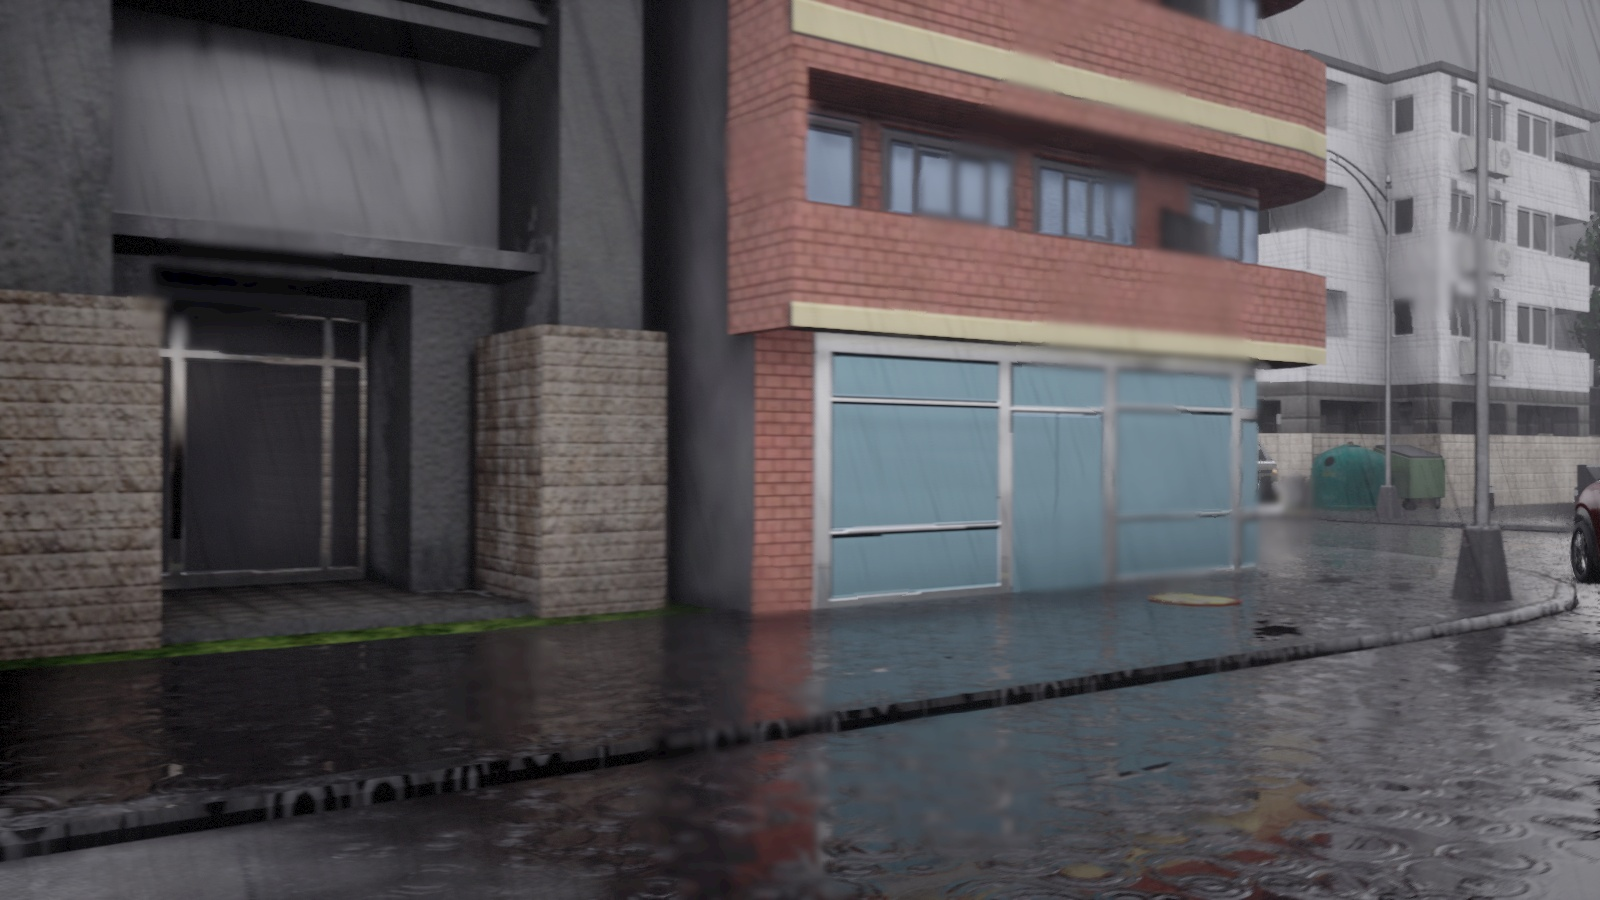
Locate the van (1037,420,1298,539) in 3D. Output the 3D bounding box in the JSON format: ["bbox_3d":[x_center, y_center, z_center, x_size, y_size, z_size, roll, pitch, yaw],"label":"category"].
[{"bbox_3d":[6.898,0.512,24.002,2.069,2.038,4.480,0,0,-35],"label":"van"}]

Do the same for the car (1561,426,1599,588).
[{"bbox_3d":[9.454,0.615,12.517,2.097,1.767,4.553,0,0,16],"label":"car"}]
